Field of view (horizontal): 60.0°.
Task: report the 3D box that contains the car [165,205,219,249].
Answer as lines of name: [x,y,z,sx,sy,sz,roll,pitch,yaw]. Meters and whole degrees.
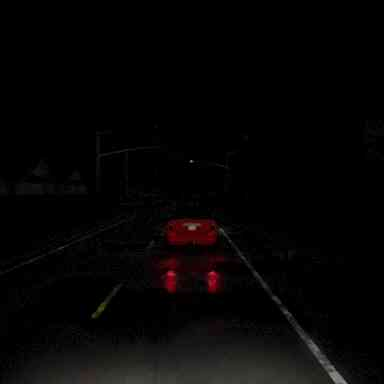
car: [0.000,1.365,14.620,2.097,1.767,4.553,0,0,0]
